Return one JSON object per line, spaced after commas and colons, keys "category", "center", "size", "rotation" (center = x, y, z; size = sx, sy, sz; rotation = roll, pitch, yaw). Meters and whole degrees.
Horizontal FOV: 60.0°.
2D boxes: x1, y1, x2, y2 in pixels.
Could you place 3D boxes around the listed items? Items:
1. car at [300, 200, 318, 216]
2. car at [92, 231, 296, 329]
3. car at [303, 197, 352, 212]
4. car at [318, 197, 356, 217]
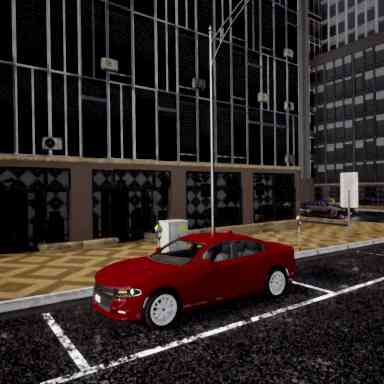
{"category": "car", "center": [8.904, 1.450, 30.775], "size": [2.008, 1.369, 4.403], "rotation": [-1, 1, -35]}
{"category": "car", "center": [0.246, 1.543, 6.900], "size": [4.507, 1.381, 1.887], "rotation": [0, -1, -35]}
{"category": "car", "center": [14.898, 1.274, 36.726], "size": [1.752, 1.417, 4.829], "rotation": [-1, 1, -35]}
{"category": "car", "center": [12.093, 1.421, 30.646], "size": [2.033, 1.411, 5.357], "rotation": [-1, 1, -35]}
